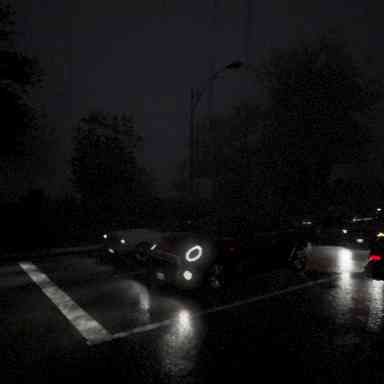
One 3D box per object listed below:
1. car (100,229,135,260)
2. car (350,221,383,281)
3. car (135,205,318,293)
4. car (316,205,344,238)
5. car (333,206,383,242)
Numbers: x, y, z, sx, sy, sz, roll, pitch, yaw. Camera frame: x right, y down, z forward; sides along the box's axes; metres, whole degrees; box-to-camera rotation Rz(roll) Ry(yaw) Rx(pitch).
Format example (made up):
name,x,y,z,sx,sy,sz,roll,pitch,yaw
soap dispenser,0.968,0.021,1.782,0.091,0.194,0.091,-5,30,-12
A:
name,x,y,z,sx,sy,sz,roll,pitch,yaw
car,-0.794,1.586,12.037,4.718,1.301,1.895,0,0,-36
car,6.447,1.521,8.368,5.357,1.411,2.033,0,0,-36
car,1.075,1.337,9.007,4.553,1.767,2.097,0,0,-37
car,6.769,1.452,17.488,4.902,1.511,2.128,0,0,-36
car,8.731,1.508,14.586,5.357,1.411,2.033,0,0,-36
